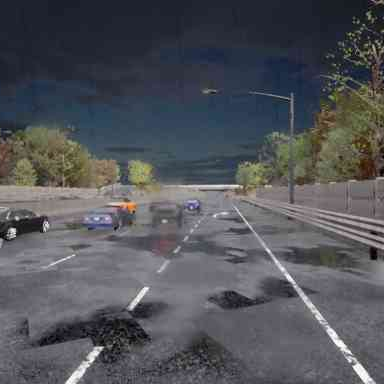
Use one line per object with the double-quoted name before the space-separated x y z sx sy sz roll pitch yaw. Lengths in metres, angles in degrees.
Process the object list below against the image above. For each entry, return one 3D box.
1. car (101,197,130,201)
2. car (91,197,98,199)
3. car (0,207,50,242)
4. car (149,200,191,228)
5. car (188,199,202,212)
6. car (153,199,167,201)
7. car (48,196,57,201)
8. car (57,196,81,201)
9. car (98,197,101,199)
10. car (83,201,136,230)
"car" -7.257 1.356 34.274 2.097 1.767 4.553 0 0 5
"car" -18.616 1.637 64.322 1.895 1.301 4.718 0 0 6
"car" -8.925 1.507 16.541 1.837 1.490 4.892 0 1 5
"car" -1.379 1.502 21.996 1.837 1.490 4.892 0 -1 5
"car" 0.163 1.530 38.362 1.812 1.442 4.674 0 0 6
"car" -3.476 1.508 37.111 1.837 1.490 4.892 0 0 5
"car" -25.714 1.533 63.443 1.837 1.490 4.892 0 0 6
"car" -22.372 1.578 61.807 2.033 1.411 5.357 0 0 6
"car" -15.257 1.582 62.860 2.033 1.411 5.357 0 0 6
"car" -5.007 1.547 20.871 2.033 1.411 5.357 0 0 5
